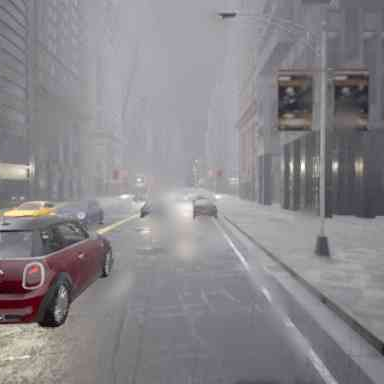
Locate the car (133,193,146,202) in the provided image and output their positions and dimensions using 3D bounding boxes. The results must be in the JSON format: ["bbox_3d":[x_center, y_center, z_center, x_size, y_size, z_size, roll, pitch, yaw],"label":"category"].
[{"bbox_3d":[-9.758,1.055,61.888,1.837,1.490,4.892,0,1,1],"label":"car"}]

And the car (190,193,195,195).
[{"bbox_3d":[0.982,1.205,42.413,1.837,1.490,4.892,0,0,0],"label":"car"}]

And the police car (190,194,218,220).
[{"bbox_3d":[0.979,1.238,26.522,1.930,1.638,5.238,0,0,0],"label":"police car"}]

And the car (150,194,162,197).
[{"bbox_3d":[-6.512,1.074,60.389,1.837,1.490,4.892,0,1,1],"label":"car"}]

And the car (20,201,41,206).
[{"bbox_3d":[-9.840,1.329,20.960,1.882,1.535,5.008,0,0,0],"label":"car"}]

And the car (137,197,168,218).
[{"bbox_3d":[-3.147,1.365,28.200,1.994,1.385,4.181,0,0,0],"label":"car"}]

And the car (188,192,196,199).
[{"bbox_3d":[0.014,0.817,77.849,1.882,1.535,5.008,0,0,0],"label":"car"}]

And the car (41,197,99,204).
[{"bbox_3d":[-6.591,1.215,19.355,2.097,1.767,4.553,0,0,0],"label":"car"}]

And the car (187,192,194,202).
[{"bbox_3d":[0.012,1.091,62.315,1.812,1.442,4.674,0,0,0],"label":"car"}]

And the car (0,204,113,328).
[{"bbox_3d":[-3.151,1.302,7.030,2.097,1.767,4.553,0,0,0],"label":"car"}]
